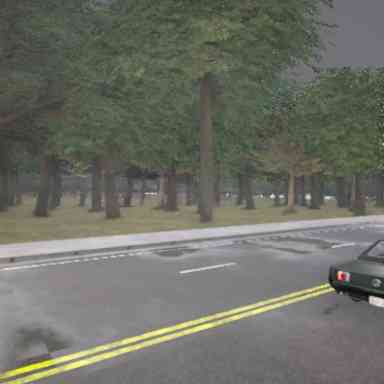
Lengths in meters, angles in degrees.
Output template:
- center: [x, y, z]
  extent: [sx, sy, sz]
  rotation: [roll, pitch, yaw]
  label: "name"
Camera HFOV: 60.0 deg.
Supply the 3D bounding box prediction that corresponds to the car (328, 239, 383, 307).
- center: [5.024, 1.614, 7.023]
  extent: [4.718, 1.301, 1.895]
  rotation: [0, 0, -36]
  label: "car"
